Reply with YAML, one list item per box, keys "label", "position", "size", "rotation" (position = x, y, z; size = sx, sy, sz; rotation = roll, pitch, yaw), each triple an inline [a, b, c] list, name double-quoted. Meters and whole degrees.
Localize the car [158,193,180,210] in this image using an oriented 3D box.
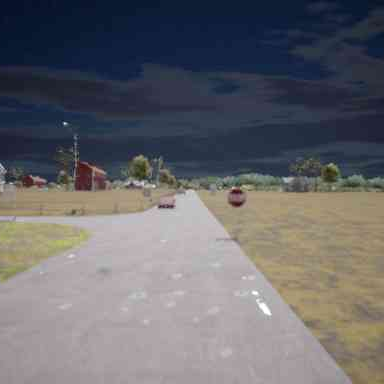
- label: "car"
  position: [-2.813, 1.227, 38.634]
  size: [1.882, 1.535, 5.008]
  rotation: [0, 2, 1]
